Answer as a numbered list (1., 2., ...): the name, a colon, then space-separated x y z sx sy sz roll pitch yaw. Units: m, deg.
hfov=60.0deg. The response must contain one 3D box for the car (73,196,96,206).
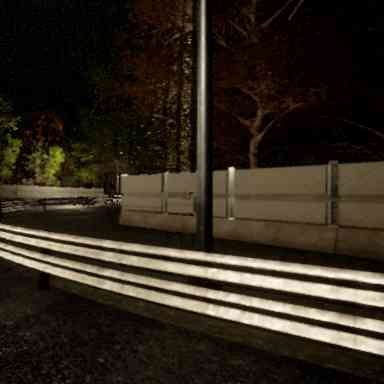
1. car: -16.632 1.407 51.612 1.837 1.490 4.892 0 -1 12

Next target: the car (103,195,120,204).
1. car: -14.613 1.408 61.329 1.837 1.490 4.892 0 0 13
